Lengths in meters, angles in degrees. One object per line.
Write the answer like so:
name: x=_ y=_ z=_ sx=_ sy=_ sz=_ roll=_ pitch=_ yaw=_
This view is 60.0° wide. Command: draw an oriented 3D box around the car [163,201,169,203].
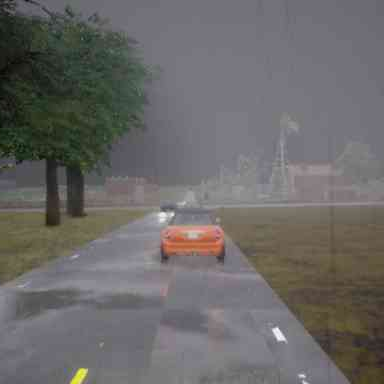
car: x=-2.798 y=1.793 z=41.068 sx=1.895 sy=1.301 sz=4.718 roll=0 pitch=0 yaw=1

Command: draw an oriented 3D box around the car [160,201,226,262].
car: x=0.045 y=1.393 z=12.509 sx=2.097 sy=1.767 sz=4.553 roll=0 pitch=0 yaw=0

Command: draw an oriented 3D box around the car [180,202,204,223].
car: x=0.041 y=1.613 z=27.650 sx=1.837 sy=1.490 sz=4.892 roll=0 pitch=0 yaw=0
